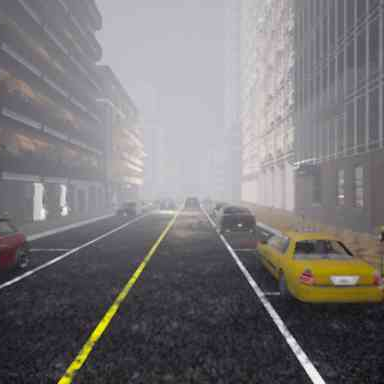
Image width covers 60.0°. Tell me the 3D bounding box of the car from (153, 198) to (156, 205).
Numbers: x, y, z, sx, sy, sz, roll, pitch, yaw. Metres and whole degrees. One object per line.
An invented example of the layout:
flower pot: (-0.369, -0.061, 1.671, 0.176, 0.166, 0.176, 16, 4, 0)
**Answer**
car: (-5.711, 1.433, 58.830, 1.967, 1.590, 4.097, 0, 0, 0)

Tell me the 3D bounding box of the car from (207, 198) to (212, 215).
car: (2.679, 1.556, 30.590, 1.947, 1.339, 4.313, 0, 0, 0)

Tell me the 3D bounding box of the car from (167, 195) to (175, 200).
car: (-5.723, 1.562, 92.722, 2.008, 1.369, 4.403, 0, 0, 0)

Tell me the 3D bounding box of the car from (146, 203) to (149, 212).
car: (-5.704, 1.515, 36.066, 1.752, 1.417, 4.829, 0, 0, 0)

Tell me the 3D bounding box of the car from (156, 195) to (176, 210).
car: (-3.101, 1.481, 43.611, 2.128, 1.511, 4.902, 0, 0, 0)

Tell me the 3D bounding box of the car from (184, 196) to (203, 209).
car: (0.053, 1.344, 44.581, 2.097, 1.767, 4.553, 0, 0, 0)

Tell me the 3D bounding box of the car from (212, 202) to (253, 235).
car: (2.354, 1.470, 18.803, 1.882, 1.535, 5.008, 0, 0, 0)

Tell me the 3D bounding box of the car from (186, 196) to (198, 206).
car: (-0.018, 1.470, 55.321, 1.882, 1.535, 5.008, 0, 0, 0)

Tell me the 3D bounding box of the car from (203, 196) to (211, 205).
car: (2.669, 1.538, 58.833, 1.887, 1.381, 4.507, 0, 0, 0)

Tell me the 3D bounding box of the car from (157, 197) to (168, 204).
car: (-5.713, 1.577, 64.478, 1.802, 1.307, 4.206, 0, 0, 0)

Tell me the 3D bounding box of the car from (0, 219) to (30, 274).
car: (-5.694, 1.436, 7.994, 1.967, 1.590, 4.097, 0, 0, 0)

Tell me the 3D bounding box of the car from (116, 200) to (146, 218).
car: (-5.702, 1.555, 30.587, 1.947, 1.339, 4.313, 0, 0, 0)

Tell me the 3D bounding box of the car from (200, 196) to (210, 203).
car: (2.665, 1.548, 70.130, 2.008, 1.369, 4.403, 0, 0, 0)

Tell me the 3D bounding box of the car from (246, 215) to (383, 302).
car: (2.687, 1.522, 8.166, 1.752, 1.417, 4.829, 0, 0, 0)
